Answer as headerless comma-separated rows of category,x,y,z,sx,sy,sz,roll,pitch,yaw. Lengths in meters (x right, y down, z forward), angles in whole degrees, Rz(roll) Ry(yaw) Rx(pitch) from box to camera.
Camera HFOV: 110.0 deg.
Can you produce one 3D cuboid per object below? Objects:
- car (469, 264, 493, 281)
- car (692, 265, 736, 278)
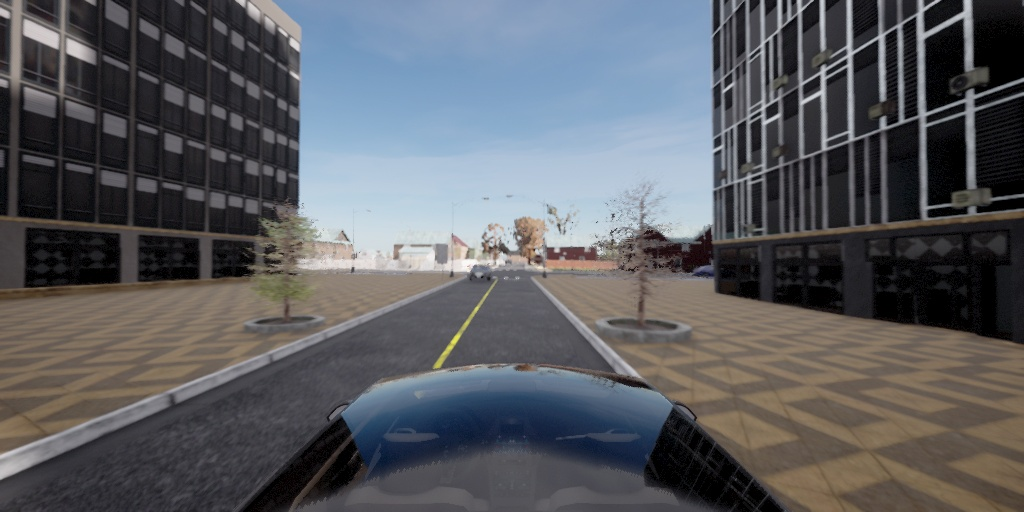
car,-2.769,1.439,32.502,2.128,1.511,4.902,0,0,0
car,22.774,1.771,40.166,4.674,1.442,1.812,1,-1,8
